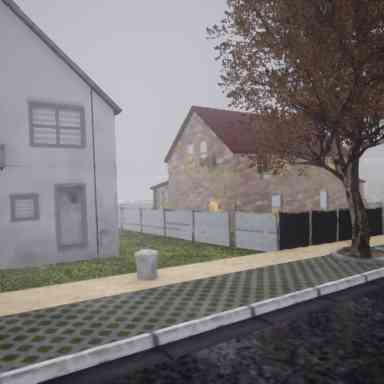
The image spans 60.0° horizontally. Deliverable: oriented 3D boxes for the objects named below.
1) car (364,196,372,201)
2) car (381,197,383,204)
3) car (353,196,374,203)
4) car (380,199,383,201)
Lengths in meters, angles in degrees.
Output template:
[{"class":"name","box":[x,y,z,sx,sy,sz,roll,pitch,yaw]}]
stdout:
[{"class":"car","box":[31.971,1.903,62.050,1.895,1.301,4.718,-2,0,0]},{"class":"car","box":[38.479,1.641,63.680,1.994,1.385,4.181,-2,0,0]},{"class":"car","box":[38.575,1.610,74.944,2.128,1.511,4.902,-2,0,0]},{"class":"car","box":[35.202,1.745,59.588,1.994,1.385,4.181,-2,0,1]}]
